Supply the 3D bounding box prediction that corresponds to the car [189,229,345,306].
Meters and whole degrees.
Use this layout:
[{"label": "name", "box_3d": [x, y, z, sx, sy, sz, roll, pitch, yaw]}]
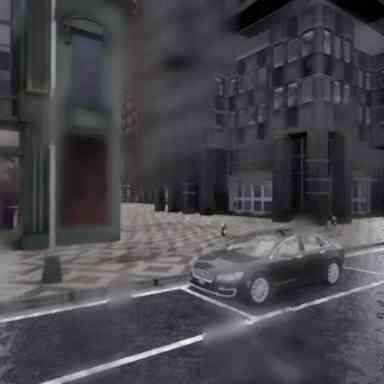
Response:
[{"label": "car", "box_3d": [1.972, 1.609, 8.061, 4.403, 1.369, 2.008, 1, -1, -36]}]
